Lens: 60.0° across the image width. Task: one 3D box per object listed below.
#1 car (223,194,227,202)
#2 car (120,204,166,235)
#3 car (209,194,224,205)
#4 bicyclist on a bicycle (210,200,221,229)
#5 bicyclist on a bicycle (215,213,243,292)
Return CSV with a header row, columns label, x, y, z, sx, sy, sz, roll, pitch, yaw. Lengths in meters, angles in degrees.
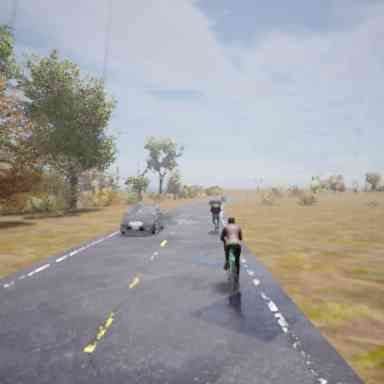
label,x,y,z,sx,sy,sz,roll,pitch,yaw
car,6.558,1.378,73.402,2.033,1.411,5.357,0,0,11
car,-2.611,1.443,18.484,2.128,1.511,4.902,0,0,3
car,3.968,1.472,55.949,1.895,1.301,4.718,0,0,8
bicyclist on a bicycle,1.294,1.326,18.099,0.659,1.776,1.843,0,0,3
bicyclist on a bicycle,0.956,1.433,7.943,0.582,1.620,1.656,0,0,1
